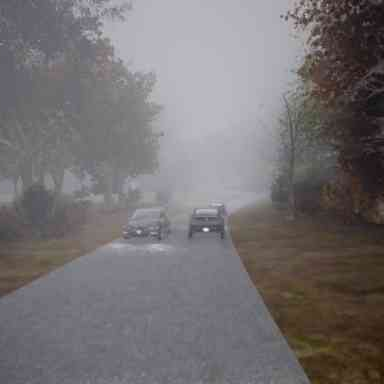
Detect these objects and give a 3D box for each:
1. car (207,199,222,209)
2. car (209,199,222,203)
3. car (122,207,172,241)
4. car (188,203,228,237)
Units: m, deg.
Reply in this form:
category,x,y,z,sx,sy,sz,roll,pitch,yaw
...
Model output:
category,x,y,z,sx,sy,sz,roll,pitch,yaw
car,4.063,2.060,58.497,1.837,1.490,4.892,2,1,14
car,2.826,1.837,36.538,1.812,1.442,4.674,0,-1,8
car,-2.192,1.554,17.256,1.837,1.490,4.892,0,0,4
car,0.847,1.577,18.409,1.837,1.490,4.892,0,-1,4
